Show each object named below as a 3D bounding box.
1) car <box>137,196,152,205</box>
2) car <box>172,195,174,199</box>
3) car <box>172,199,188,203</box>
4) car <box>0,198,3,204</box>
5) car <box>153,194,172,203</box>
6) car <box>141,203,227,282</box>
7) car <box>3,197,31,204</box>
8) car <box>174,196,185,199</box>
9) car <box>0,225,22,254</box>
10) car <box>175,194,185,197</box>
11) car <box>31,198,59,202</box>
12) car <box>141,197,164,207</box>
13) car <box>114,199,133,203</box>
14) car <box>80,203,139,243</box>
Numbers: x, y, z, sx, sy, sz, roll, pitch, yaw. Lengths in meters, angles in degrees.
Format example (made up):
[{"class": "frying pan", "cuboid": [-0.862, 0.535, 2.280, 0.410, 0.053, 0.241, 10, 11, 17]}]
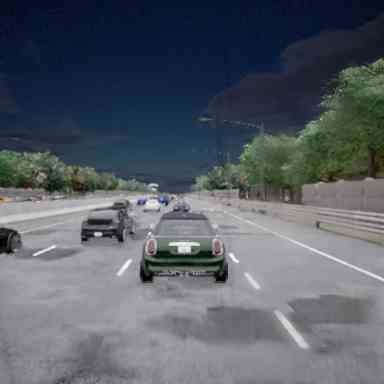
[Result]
[{"class": "car", "cuboid": [-8.899, 1.715, 61.026, 1.882, 1.535, 5.008, 0, 0, -2]}, {"class": "car", "cuboid": [-6.051, 1.968, 81.254, 1.895, 1.301, 4.718, 0, 0, -2]}, {"class": "car", "cuboid": [-1.150, 1.745, 37.871, 1.895, 1.301, 4.718, 0, 0, -2]}, {"class": "car", "cuboid": [-25.892, 1.454, 43.798, 1.882, 1.535, 5.008, 0, 0, -1]}, {"class": "car", "cuboid": [-5.401, 1.490, 61.186, 2.150, 2.045, 5.566, 0, 0, -2]}, {"class": "car", "cuboid": [-0.246, 1.373, 9.933, 2.097, 1.767, 4.553, 0, 0, -2]}, {"class": "car", "cuboid": [-22.400, 1.510, 43.986, 1.837, 1.490, 4.892, 0, 0, -1]}, {"class": "car", "cuboid": [-1.904, 1.899, 61.245, 1.895, 1.301, 4.718, 0, 0, -2]}, {"class": "car", "cuboid": [-7.275, 1.527, 10.654, 1.994, 1.385, 4.181, 0, 0, -2]}, {"class": "car", "cuboid": [-2.487, 1.920, 79.348, 2.128, 1.511, 4.902, 0, 0, -2]}, {"class": "car", "cuboid": [-18.899, 1.538, 43.823, 1.837, 1.490, 4.892, 0, 0, -1]}, {"class": "car", "cuboid": [-4.734, 1.658, 40.444, 1.812, 1.442, 4.674, 0, 0, -2]}, {"class": "car", "cuboid": [-8.204, 1.601, 39.437, 1.837, 1.490, 4.892, 0, 0, -2]}, {"class": "car", "cuboid": [-3.953, 1.517, 16.174, 1.837, 1.490, 4.892, 0, 0, -2]}]
